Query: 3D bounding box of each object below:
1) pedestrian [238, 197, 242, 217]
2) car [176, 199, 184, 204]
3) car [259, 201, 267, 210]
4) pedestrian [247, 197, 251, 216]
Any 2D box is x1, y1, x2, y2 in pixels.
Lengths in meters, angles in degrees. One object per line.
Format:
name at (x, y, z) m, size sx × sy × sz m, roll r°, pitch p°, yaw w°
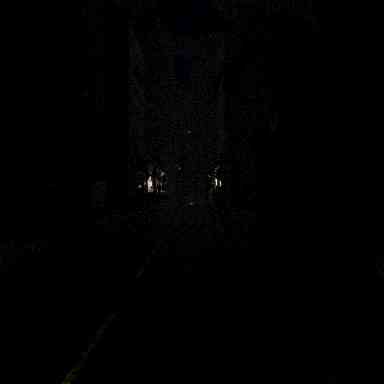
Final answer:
pedestrian at (4.636, 1.443, 32.260) m, size 0.375 × 1.860 × 0.375 m, roll 0°, pitch 0°, yaw 0°
car at (-2.996, 2.385, 83.760) m, size 1.994 × 1.385 × 4.181 m, roll 0°, pitch -1°, yaw 0°
car at (12.085, 1.574, 47.095) m, size 5.009 × 1.841 × 2.192 m, roll -1°, pitch 1°, yaw 0°
pedestrian at (5.636, 1.434, 32.860) m, size 0.375 × 1.860 × 0.375 m, roll 0°, pitch 0°, yaw 0°
